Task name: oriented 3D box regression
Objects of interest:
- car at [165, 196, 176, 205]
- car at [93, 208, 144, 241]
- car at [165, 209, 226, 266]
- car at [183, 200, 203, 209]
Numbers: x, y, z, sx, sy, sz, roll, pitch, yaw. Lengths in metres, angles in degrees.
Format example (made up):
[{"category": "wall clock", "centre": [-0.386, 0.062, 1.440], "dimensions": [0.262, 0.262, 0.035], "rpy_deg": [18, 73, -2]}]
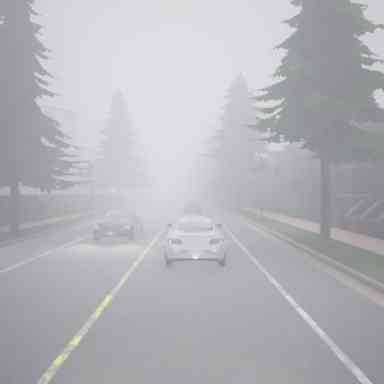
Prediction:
[{"category": "car", "centre": [-3.822, 1.542, 58.904], "dimensions": [1.882, 1.535, 5.008], "rpy_deg": [0, 0, -3]}, {"category": "car", "centre": [-3.589, 1.544, 16.889], "dimensions": [1.812, 1.442, 4.674], "rpy_deg": [0, 0, 0]}, {"category": "car", "centre": [0.092, 1.538, 11.494], "dimensions": [1.812, 1.442, 4.674], "rpy_deg": [0, 0, 0]}, {"category": "car", "centre": [0.097, 1.528, 33.808], "dimensions": [2.128, 1.511, 4.902], "rpy_deg": [0, 0, 0]}]
